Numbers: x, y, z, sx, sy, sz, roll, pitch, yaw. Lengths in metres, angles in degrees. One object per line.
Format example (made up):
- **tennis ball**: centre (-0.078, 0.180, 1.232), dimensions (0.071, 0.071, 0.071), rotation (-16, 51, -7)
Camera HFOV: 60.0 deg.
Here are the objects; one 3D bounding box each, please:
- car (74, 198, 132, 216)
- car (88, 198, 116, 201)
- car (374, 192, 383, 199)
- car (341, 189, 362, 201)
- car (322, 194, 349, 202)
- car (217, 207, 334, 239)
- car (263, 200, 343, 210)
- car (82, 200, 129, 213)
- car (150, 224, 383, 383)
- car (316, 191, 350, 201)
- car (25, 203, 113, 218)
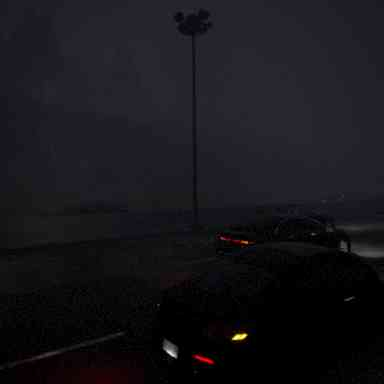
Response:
- **car**: centre (-8.579, 1.392, 32.311), dimensions (5.008, 1.535, 1.882), rotation (-1, 0, -36)
- **car**: centre (-8.501, 1.444, 28.057), dimensions (4.892, 1.490, 1.837), rotation (-1, 0, -36)
- **car**: centre (26.125, 0.797, 44.287), dimensions (4.553, 1.767, 2.097), rotation (-1, 0, -35)
- **car**: centre (23.934, 0.649, 51.316), dimensions (5.566, 2.045, 2.150), rotation (-1, 1, -35)
- **car**: centre (24.123, 1.002, 55.744), dimensions (4.718, 1.301, 1.895), rotation (-1, 0, -35)
- **car**: centre (2.926, 1.414, 10.164), dimensions (4.892, 1.490, 1.837), rotation (-1, 0, -36)
- **car**: centre (4.805, 1.347, 15.826), dimensions (4.902, 1.511, 2.128), rotation (-1, 0, -36)
- **car**: centre (-7.404, 1.547, 24.537), dimensions (4.718, 1.301, 1.895), rotation (-1, 0, -36)
- **car**: centre (1.635, 1.480, 4.927), dimensions (4.674, 1.442, 1.812), rotation (-1, 0, -36)
- **car**: centre (17.685, 1.055, 42.539), dimensions (4.892, 1.490, 1.837), rotation (-1, 1, -35)
- **car**: centre (-7.558, 1.574, 20.117), dimensions (4.718, 1.301, 1.895), rotation (-1, 0, -36)
